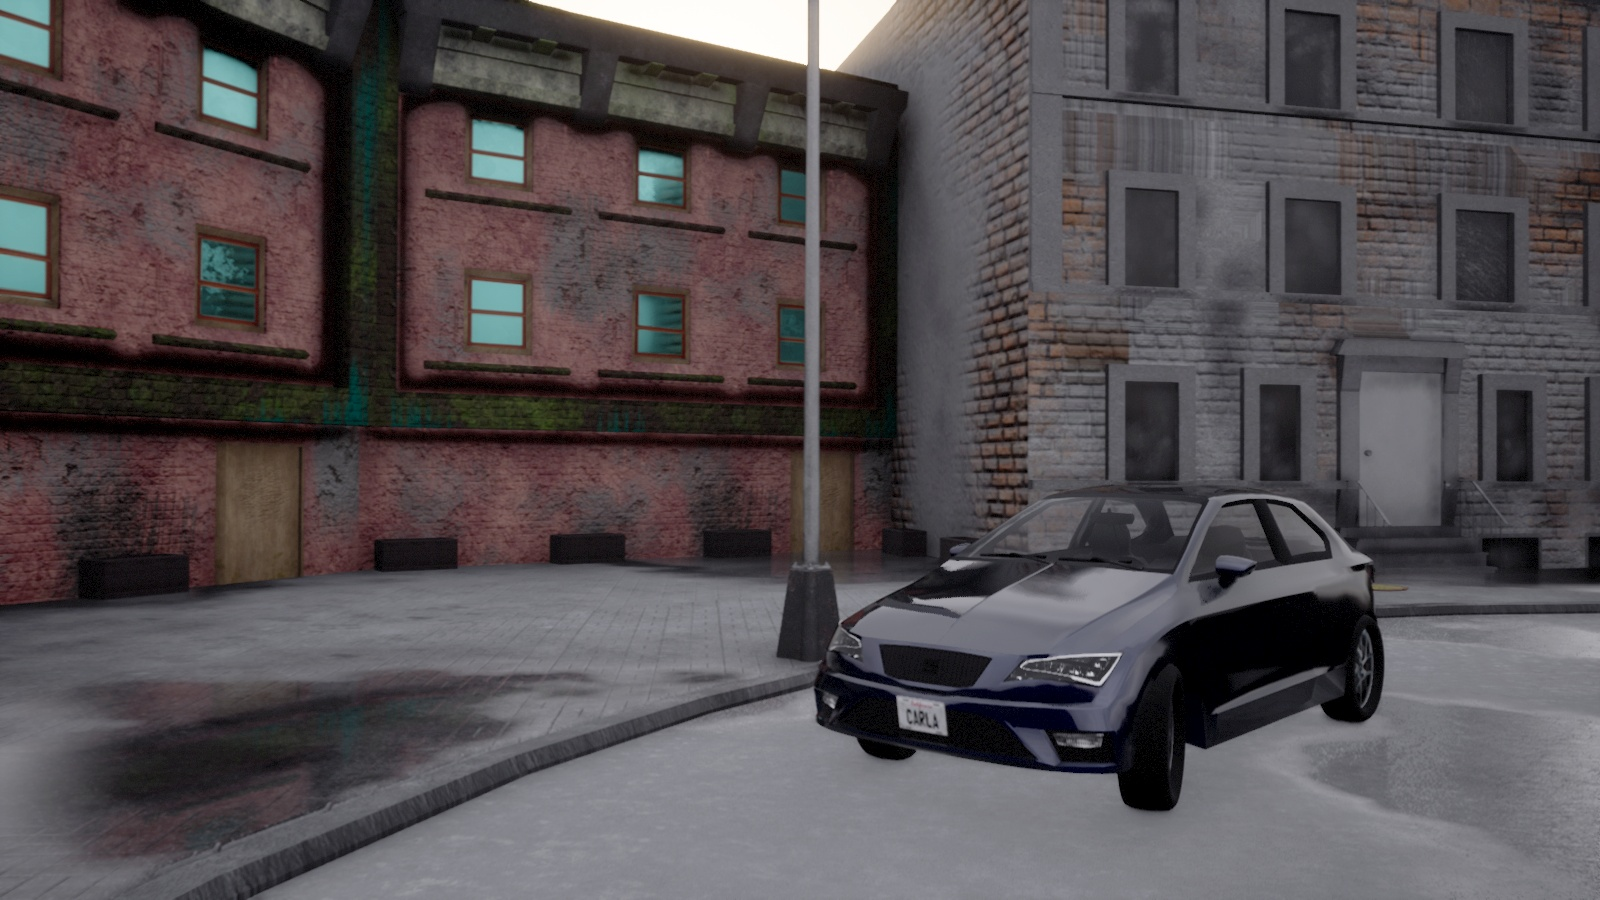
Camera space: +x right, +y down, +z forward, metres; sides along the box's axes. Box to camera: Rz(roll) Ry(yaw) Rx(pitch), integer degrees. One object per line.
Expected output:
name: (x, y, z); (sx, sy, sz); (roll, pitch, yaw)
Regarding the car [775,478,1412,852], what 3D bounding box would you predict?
car: (1.944, 0.922, 7.282); (1.816, 1.474, 4.193); (-1, -1, 42)
